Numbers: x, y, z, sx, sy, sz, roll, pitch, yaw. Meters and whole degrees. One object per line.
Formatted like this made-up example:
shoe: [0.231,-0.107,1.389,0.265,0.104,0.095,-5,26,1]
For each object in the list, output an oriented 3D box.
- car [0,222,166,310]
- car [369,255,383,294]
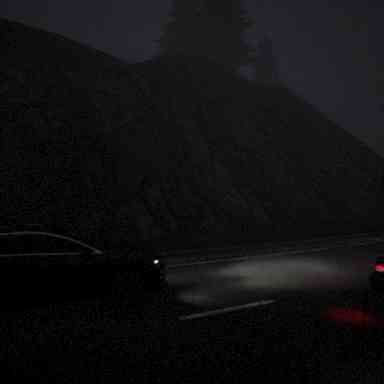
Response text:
car: [-2.885,1.330,6.194,4.902,1.511,2.128,1,1,-27]
car: [6.096,1.582,7.212,5.357,1.411,2.033,1,1,-32]
